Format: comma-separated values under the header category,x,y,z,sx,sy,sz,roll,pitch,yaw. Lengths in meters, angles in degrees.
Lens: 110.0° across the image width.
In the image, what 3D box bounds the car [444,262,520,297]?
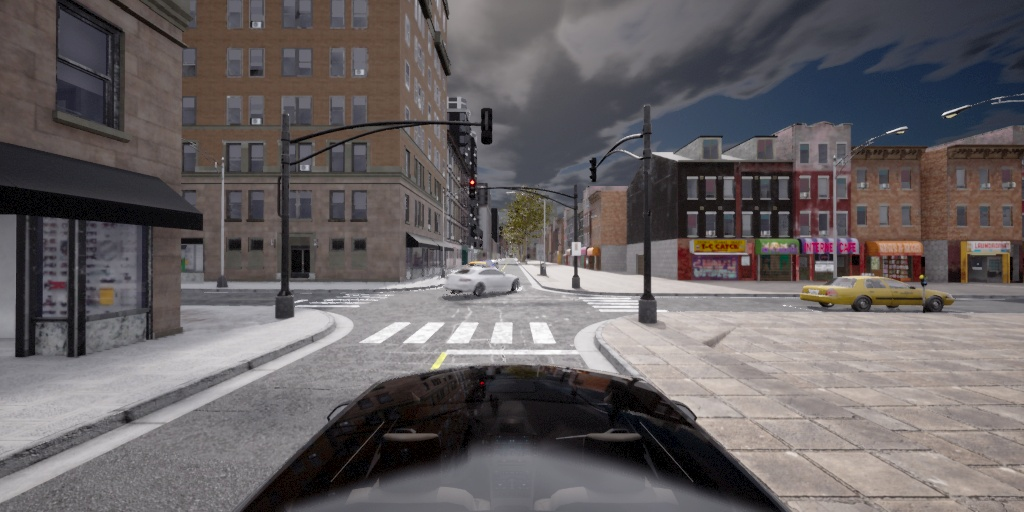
category,x,y,z,sx,sy,sz,roll,pitch,yaw
car,-1.475,1.271,19.026,1.812,1.442,4.674,1,1,38

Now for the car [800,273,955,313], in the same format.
category,x,y,z,sx,sy,sz,roll,pitch,yaw
car,13.884,1.346,13.735,4.829,1.417,1.751,0,0,0

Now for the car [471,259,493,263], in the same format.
category,x,y,z,sx,sy,sz,roll,pitch,yaw
car,-2.841,1.214,29.829,1.882,1.535,5.008,0,0,0

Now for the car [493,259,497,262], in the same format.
category,x,y,z,sx,sy,sz,roll,pitch,yaw
car,-2.850,1.208,39.233,1.882,1.535,5.008,0,0,0

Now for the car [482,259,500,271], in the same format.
category,x,y,z,sx,sy,sz,roll,pitch,yaw
car,-2.840,1.219,49.524,2.128,1.511,4.902,0,0,0
